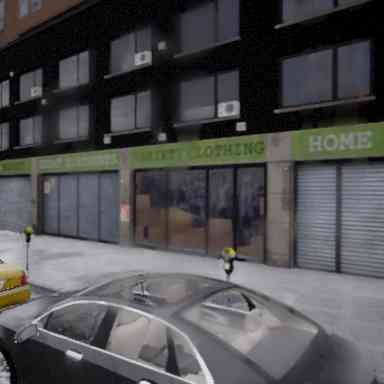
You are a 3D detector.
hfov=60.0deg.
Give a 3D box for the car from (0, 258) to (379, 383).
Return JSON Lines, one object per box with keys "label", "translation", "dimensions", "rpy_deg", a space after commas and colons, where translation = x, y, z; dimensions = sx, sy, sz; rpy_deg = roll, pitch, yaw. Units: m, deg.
{"label": "car", "translation": [-0.524, 1.561, 3.465], "dimensions": [4.403, 1.369, 2.008], "rpy_deg": [0, 0, 35]}
